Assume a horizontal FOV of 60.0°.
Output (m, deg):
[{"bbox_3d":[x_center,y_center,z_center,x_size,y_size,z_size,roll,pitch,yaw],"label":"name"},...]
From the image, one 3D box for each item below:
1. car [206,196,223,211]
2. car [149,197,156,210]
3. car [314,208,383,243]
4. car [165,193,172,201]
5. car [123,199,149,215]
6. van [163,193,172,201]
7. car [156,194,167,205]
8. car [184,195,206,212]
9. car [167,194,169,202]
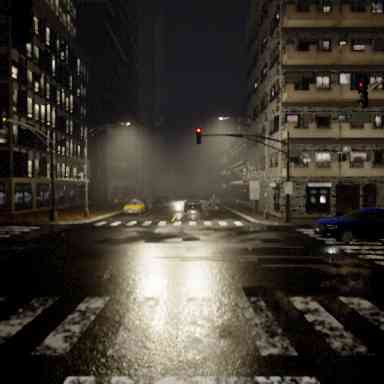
[{"bbox_3d":[2.675,1.474,38.919,2.008,1.369,4.403,-1,0,0],"label":"car"},{"bbox_3d":[-5.705,1.489,38.919,1.947,1.339,4.313,-1,0,0],"label":"car"},{"bbox_3d":[8.346,1.505,15.672,5.008,1.535,1.882,1,1,-4],"label":"car"},{"bbox_3d":[-5.706,1.415,67.191,1.887,1.381,4.507,-1,0,0],"label":"car"},{"bbox_3d":[-5.705,1.460,33.094,1.752,1.417,4.829,-1,0,0],"label":"car"},{"bbox_3d":[-5.709,1.190,78.501,1.690,1.788,3.998,-1,0,0],"label":"van"},{"bbox_3d":[-5.705,1.436,55.882,1.887,1.381,4.507,-1,0,0],"label":"car"},{"bbox_3d":[0.102,1.417,37.680,2.128,1.511,4.902,0,0,0],"label":"car"},{"bbox_3d":[-5.705,1.463,61.537,1.802,1.307,4.206,-1,0,0],"label":"car"}]
